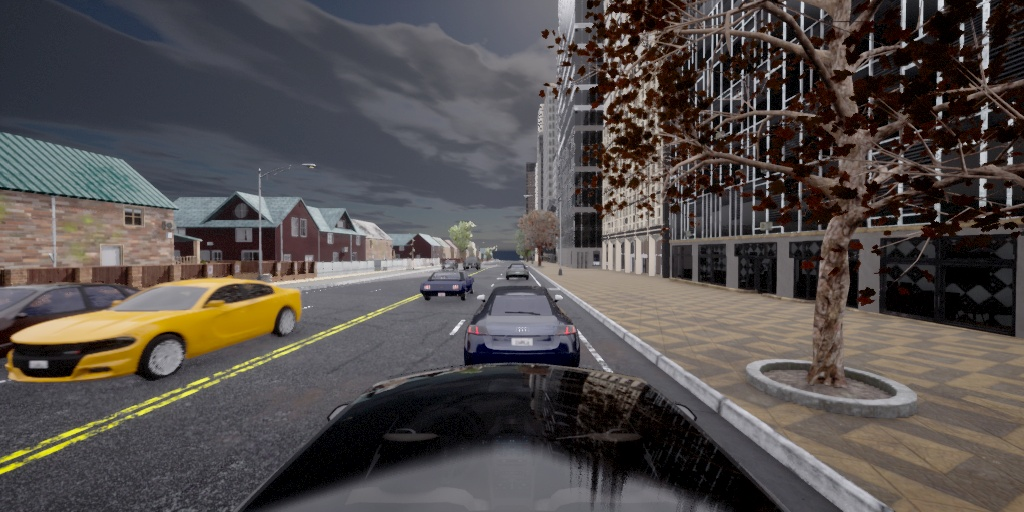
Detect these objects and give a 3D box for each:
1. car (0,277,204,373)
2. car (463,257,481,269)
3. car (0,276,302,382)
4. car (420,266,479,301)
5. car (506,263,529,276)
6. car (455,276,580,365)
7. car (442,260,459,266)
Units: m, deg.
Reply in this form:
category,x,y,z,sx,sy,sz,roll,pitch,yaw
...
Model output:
category,x,y,z,sx,sy,sz,roll,pitch,yaw
car,-9.780,1.297,7.498,2.033,1.411,5.357,0,0,1
car,-5.854,1.103,52.952,2.150,2.045,5.566,0,0,1
car,-6.520,1.227,7.450,1.882,1.535,5.008,0,0,1
car,-2.955,1.355,17.436,1.895,1.301,4.718,0,0,1
car,0.478,1.338,31.713,1.994,1.385,4.181,0,0,1
car,0.174,1.314,7.618,1.994,1.385,4.181,0,0,0
car,-9.103,1.327,53.019,2.128,1.511,4.902,0,0,1
